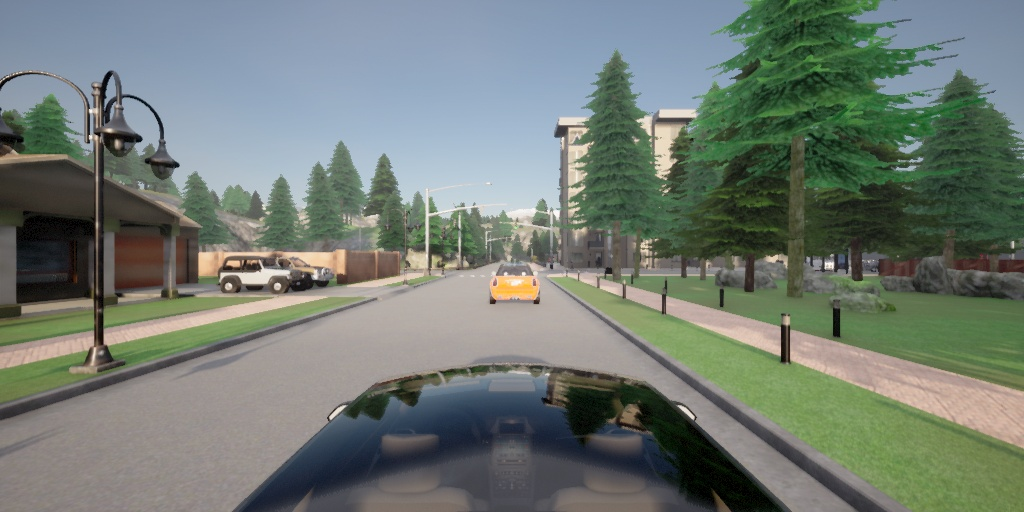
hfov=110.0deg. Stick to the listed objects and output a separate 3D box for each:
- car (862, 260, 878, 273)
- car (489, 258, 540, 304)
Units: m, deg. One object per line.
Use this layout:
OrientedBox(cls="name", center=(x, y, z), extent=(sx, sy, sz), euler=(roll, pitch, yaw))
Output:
OrientedBox(cls="car", center=(44.809, 1.284, 43.644), extent=(4.902, 1.511, 2.128), euler=(0, 0, 2))
OrientedBox(cls="car", center=(0.125, 1.114, 16.382), extent=(2.097, 1.767, 4.553), euler=(0, 0, 0))
